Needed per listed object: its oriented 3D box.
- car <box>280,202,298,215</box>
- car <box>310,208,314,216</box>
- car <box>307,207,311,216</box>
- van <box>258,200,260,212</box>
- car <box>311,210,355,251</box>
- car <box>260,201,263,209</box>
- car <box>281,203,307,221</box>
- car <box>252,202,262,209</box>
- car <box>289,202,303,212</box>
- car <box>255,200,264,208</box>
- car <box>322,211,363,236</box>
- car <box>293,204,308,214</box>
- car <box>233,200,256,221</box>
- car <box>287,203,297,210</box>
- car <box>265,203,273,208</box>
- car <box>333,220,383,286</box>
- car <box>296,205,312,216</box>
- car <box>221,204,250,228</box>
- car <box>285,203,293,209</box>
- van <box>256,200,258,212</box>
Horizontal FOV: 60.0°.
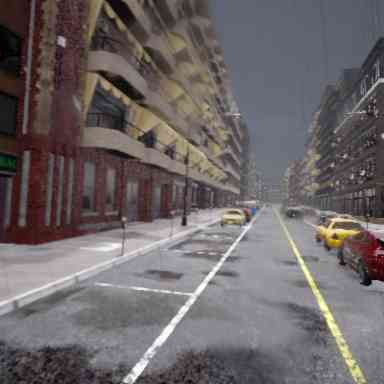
[{"bbox_3d":[14.290,2.530,49.926,2.097,1.767,4.553,2,-1,13],"label":"car"},{"bbox_3d":[12.298,2.407,30.153,2.008,1.369,4.403,4,0,13],"label":"car"},{"bbox_3d":[16.085,2.756,46.303,1.887,1.381,4.507,4,0,13],"label":"car"},{"bbox_3d":[8.447,2.242,48.168,1.690,1.788,3.998,4,0,13],"label":"van"},{"bbox_3d":[7.216,1.935,16.158,1.801,1.575,5.366,2,-1,13],"label":"car"},{"bbox_3d":[10.972,2.462,58.935,2.192,1.841,5.009,4,0,13],"label":"car"},{"bbox_3d":[11.421,2.381,37.610,1.882,1.535,5.008,2,-1,14],"label":"car"},{"bbox_3d":[14.740,3.091,75.084,1.947,1.339,4.313,4,0,13],"label":"car"},{"bbox_3d":[21.113,3.022,67.847,2.192,1.841,5.009,4,0,13],"label":"car"},{"bbox_3d":[18.539,3.236,91.233,2.192,1.841,5.009,4,-1,13],"label":"car"},{"bbox_3d":[11.037,2.286,24.768,1.887,1.381,4.507,4,0,13],"label":"car"},{"bbox_3d":[18.622,2.898,57.070,1.967,1.590,4.097,4,0,13],"label":"car"},{"bbox_3d":[4.665,1.860,32.019,2.192,1.841,5.009,4,0,13],"label":"car"},{"bbox_3d":[23.627,3.406,78.615,1.967,1.590,4.097,4,-1,13],"label":"car"},{"bbox_3d":[20.798,3.602,89.786,1.895,1.301,4.718,2,-1,13],"label":"car"},{"bbox_3d":[5.800,1.880,10.128,1.812,1.442,4.674,2,-1,13],"label":"car"},{"bbox_3d":[17.346,2.879,51.686,1.887,1.381,4.507,4,0,13],"label":"car"},{"bbox_3d":[3.349,1.952,26.468,1.752,1.417,4.829,4,0,13],"label":"car"},{"bbox_3d":[26.141,3.812,89.382,1.802,1.307,4.206,4,-1,13],"label":"car"},{"bbox_3d":[7.186,2.121,42.783,1.690,1.788,3.998,4,0,13],"label":"van"}]
